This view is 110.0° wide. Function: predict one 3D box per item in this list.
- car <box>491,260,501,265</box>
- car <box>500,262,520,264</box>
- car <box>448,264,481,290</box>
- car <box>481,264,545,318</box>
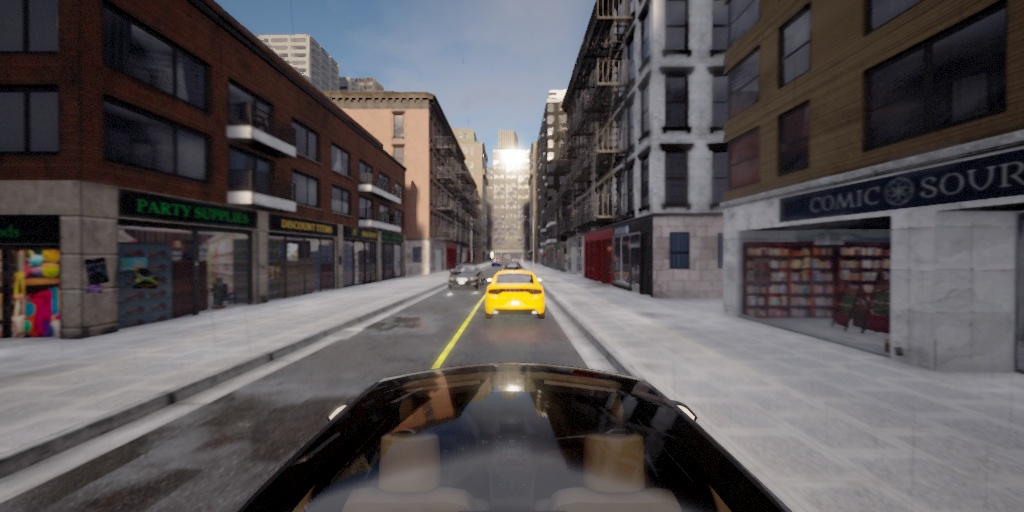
[{"bbox_3d":[-2.762,1.405,64.287,1.895,1.301,4.718,0,0,1],"label":"car"},{"bbox_3d":[0.103,1.311,33.335,1.812,1.442,4.674,0,0,0],"label":"car"},{"bbox_3d":[-2.847,1.266,22.827,2.128,1.511,4.902,0,0,0],"label":"car"},{"bbox_3d":[0.098,1.241,13.075,1.882,1.535,5.008,0,0,0],"label":"car"}]
